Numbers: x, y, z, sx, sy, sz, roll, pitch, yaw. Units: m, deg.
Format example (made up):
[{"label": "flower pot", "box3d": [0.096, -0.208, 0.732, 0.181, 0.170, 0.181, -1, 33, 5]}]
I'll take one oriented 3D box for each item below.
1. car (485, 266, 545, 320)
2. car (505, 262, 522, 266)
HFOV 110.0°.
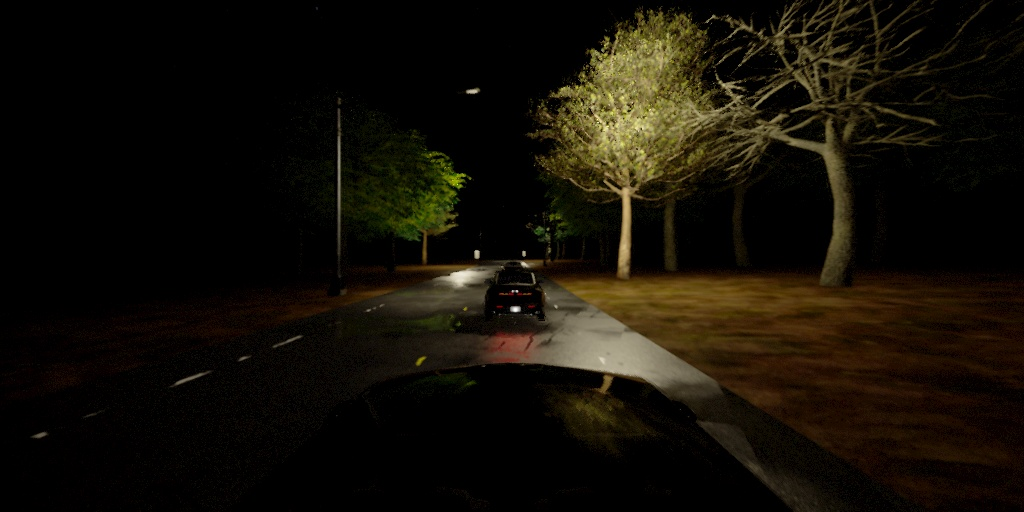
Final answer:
[{"label": "car", "box3d": [0.100, 1.255, 12.580, 1.837, 1.490, 4.892, 0, 0, 0]}, {"label": "car", "box3d": [0.100, 1.248, 30.610, 1.837, 1.490, 4.892, 0, 0, 0]}]
